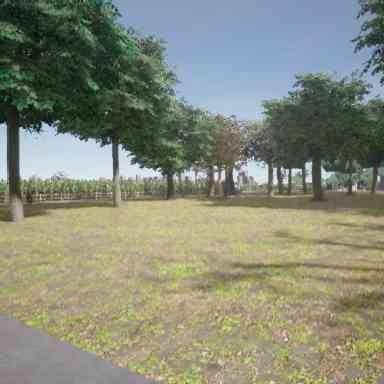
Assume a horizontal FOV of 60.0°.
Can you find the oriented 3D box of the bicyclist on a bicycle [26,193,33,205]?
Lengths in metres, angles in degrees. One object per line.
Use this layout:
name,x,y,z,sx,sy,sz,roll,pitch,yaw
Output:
bicyclist on a bicycle,-22.119,0.931,45.157,1.656,1.620,0.582,0,1,36
